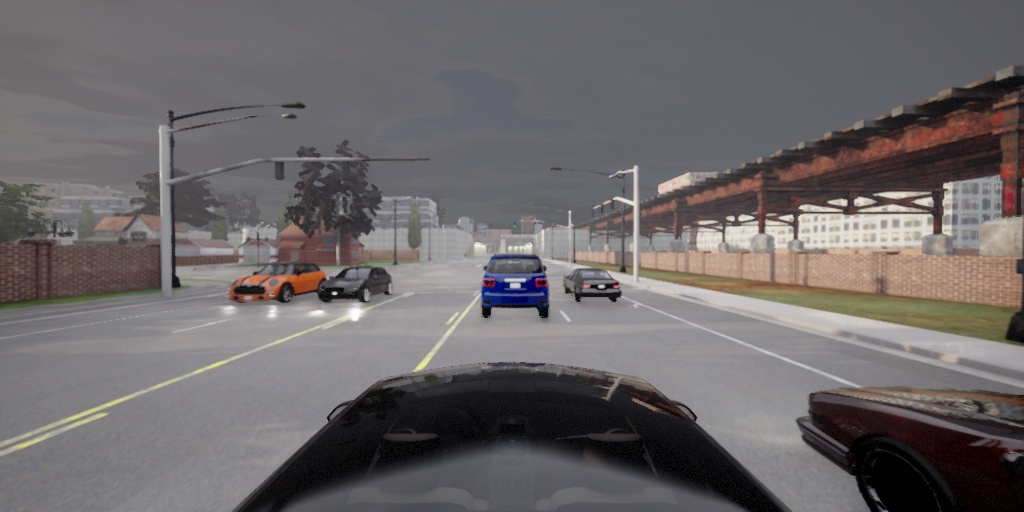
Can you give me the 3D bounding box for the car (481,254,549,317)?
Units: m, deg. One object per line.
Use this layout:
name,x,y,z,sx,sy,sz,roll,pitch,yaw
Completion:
car,0.102,0.953,13.154,2.150,2.045,5.566,0,0,0

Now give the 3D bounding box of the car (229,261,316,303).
car,-10.503,1.068,16.524,2.097,1.767,4.553,0,0,0

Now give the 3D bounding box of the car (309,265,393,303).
car,-7.003,1.235,16.593,1.837,1.490,4.892,0,0,0

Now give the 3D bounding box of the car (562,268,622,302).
car,3.602,1.267,16.936,2.033,1.411,5.357,0,0,0

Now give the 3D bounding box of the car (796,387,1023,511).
car,3.600,1.298,0.866,2.033,1.411,5.357,0,0,0
